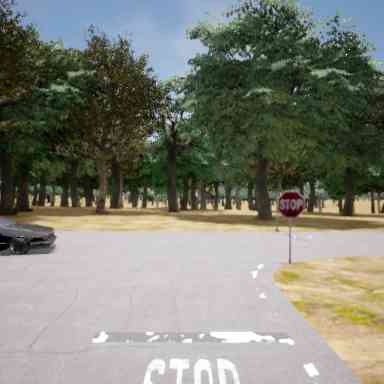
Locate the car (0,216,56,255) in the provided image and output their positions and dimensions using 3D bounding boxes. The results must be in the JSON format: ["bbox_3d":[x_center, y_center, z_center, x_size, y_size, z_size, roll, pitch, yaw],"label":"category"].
[{"bbox_3d":[-7.715,1.428,11.707,5.357,1.411,2.033,1,1,-16],"label":"car"}]
